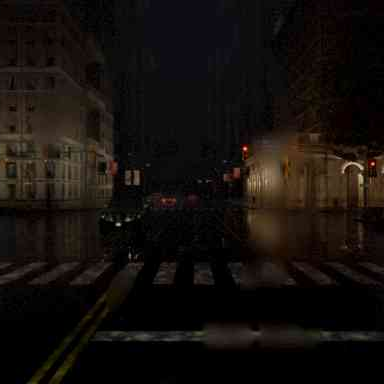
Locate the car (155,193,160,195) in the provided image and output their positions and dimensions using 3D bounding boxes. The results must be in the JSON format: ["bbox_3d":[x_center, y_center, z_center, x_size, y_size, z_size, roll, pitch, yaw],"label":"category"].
[{"bbox_3d":[-7.022,1.222,66.341,2.150,2.045,5.566,0,0,1],"label":"car"}]

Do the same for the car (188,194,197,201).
[{"bbox_3d":[0.122,1.279,78.555,2.097,1.767,4.553,0,0,1],"label":"car"}]

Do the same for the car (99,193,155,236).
[{"bbox_3d":[-3.599,1.221,18.911,2.150,2.045,5.566,0,0,-1],"label":"car"}]

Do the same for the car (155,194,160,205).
[{"bbox_3d":[-7.133,1.547,55.523,2.033,1.411,5.357,0,0,0],"label":"car"}]

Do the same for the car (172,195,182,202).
[{"bbox_3d":[-3.388,1.524,77.458,2.128,1.511,4.902,0,0,1],"label":"car"}]

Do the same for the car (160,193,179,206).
[{"bbox_3d":[-3.625,1.352,54.594,2.097,1.767,4.553,0,0,0],"label":"car"}]

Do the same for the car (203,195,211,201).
[{"bbox_3d":[3.623,1.464,78.553,2.033,1.411,5.357,0,0,1],"label":"car"}]

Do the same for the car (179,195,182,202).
[{"bbox_3d":[-3.507,1.547,67.105,2.033,1.411,5.357,0,0,1],"label":"car"}]

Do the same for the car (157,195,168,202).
[{"bbox_3d":[-6.892,1.539,77.075,2.033,1.411,5.357,0,0,1],"label":"car"}]
